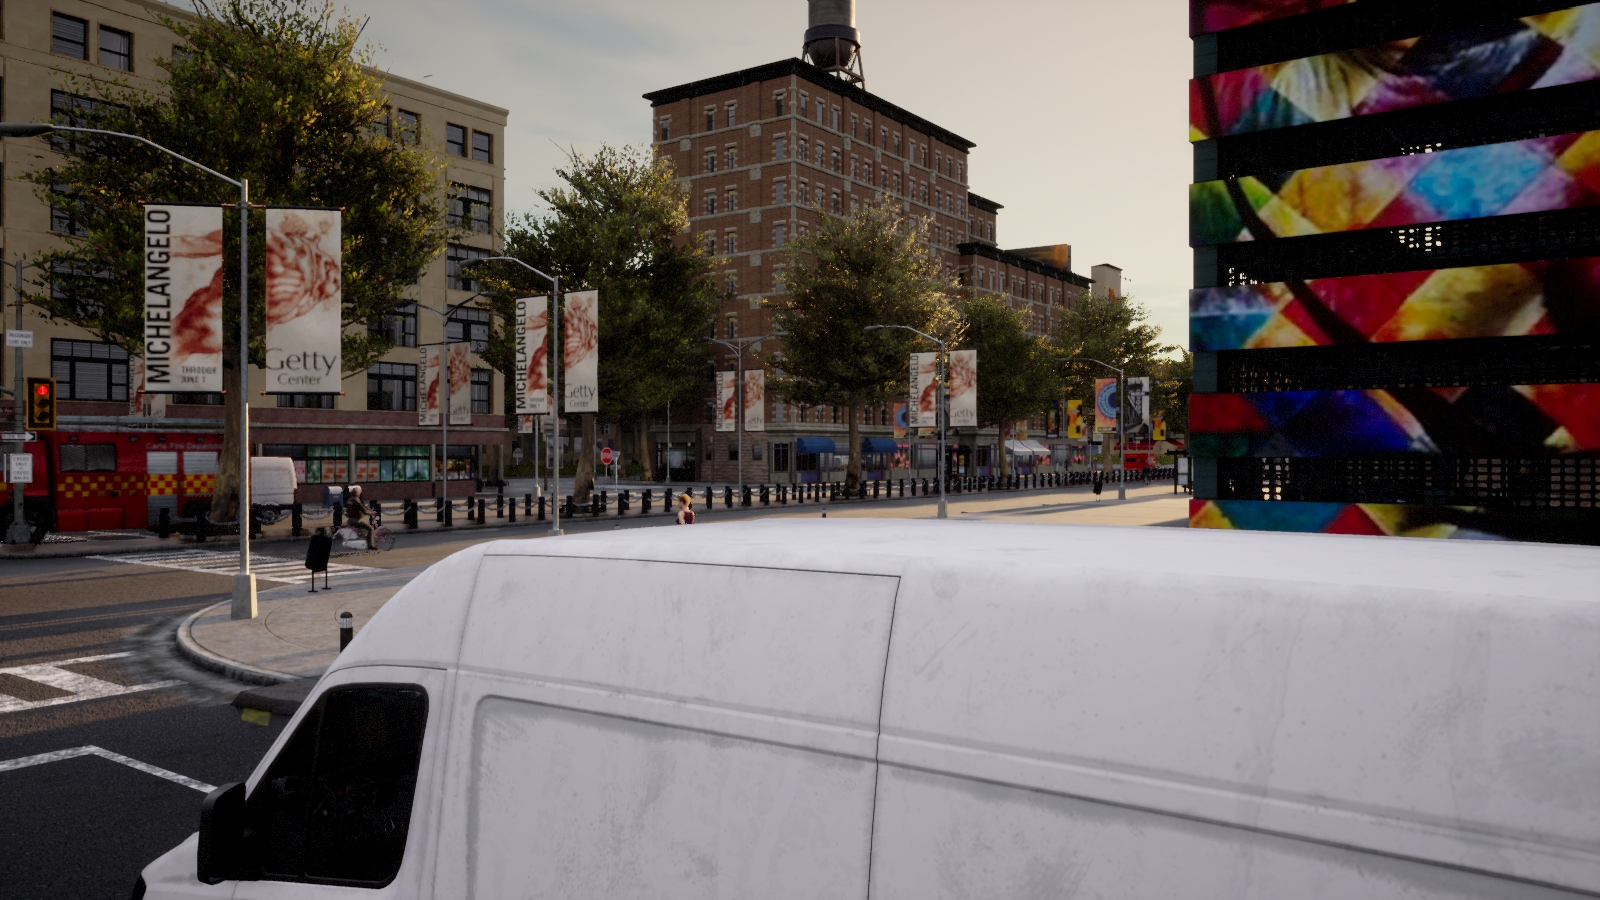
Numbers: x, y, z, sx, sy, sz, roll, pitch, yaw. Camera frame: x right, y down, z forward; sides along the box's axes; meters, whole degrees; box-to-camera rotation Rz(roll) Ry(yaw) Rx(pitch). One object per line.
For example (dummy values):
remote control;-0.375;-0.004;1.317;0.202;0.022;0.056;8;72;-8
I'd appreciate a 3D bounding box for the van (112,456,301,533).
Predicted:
van;-21.637;1.534;41.943;1.988;2.561;5.915;0;0;36

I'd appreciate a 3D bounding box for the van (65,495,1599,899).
van;-0.118;1.534;3.913;5.915;2.561;1.988;0;0;36

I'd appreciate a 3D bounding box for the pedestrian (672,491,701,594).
pedestrian;-2.100;1.696;21.109;0.375;1.860;0.375;0;0;39

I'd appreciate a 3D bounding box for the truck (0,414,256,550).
truck;-21.809;0.891;35.607;2.891;3.827;8.468;0;0;35
